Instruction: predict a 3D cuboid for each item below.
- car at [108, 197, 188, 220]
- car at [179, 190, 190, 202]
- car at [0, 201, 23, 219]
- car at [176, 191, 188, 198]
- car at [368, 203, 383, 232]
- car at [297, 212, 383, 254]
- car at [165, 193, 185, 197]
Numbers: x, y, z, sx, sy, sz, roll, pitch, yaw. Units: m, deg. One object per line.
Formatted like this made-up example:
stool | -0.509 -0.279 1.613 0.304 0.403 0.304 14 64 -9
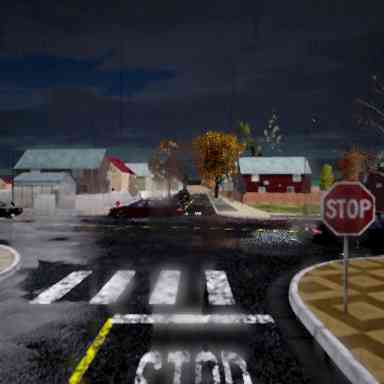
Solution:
car | -3.283 1.268 24.163 5.357 1.411 2.033 0 1 8
car | -1.445 0.609 57.636 2.150 2.045 5.566 0 0 3
car | -14.062 1.220 22.366 4.718 1.301 1.895 1 0 8
car | -1.902 1.003 46.078 1.837 1.490 4.892 0 1 2
car | 12.869 1.460 18.673 4.892 1.490 1.837 1 0 8
car | 6.779 1.453 12.482 5.357 1.411 2.033 1 0 -4
car | -2.339 1.150 35.781 2.033 1.411 5.357 0 1 4
